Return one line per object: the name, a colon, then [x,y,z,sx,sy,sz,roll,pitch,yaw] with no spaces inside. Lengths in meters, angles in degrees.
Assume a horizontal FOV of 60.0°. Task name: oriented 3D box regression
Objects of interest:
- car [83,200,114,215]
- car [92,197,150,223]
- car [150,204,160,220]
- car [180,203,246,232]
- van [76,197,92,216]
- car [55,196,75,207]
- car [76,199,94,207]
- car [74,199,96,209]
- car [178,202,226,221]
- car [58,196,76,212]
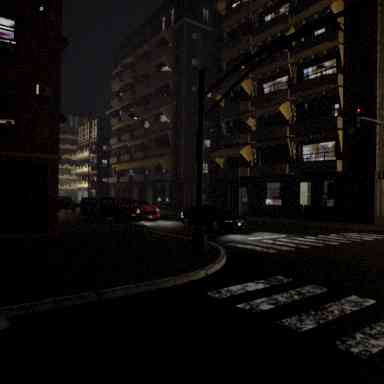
car: [-10.256,1.650,36.351,1.994,1.385,4.181,1,-1,-35]
car: [-5.552,1.310,25.429,2.192,1.841,5.009,1,-1,-35]
car: [-4.549,1.404,28.285,2.097,1.767,4.553,1,-1,-35]
car: [1.179,1.527,20.239,1.837,1.490,4.892,1,-1,-36]
van: [-8.774,1.354,29.980,1.690,1.788,3.998,1,-1,-35]
car: [-22.458,1.599,58.707,2.097,1.767,4.553,1,-1,-36]
car: [-18.448,1.867,57.286,1.802,1.307,4.206,1,-1,-35]
car: [-16.004,1.766,49.570,1.994,1.385,4.181,1,-1,-35]
car: [0.777,1.686,30.118,1.752,1.417,4.829,1,-1,-35]
car: [-15.214,1.368,39.083,2.192,1.841,5.009,1,-1,-35]
